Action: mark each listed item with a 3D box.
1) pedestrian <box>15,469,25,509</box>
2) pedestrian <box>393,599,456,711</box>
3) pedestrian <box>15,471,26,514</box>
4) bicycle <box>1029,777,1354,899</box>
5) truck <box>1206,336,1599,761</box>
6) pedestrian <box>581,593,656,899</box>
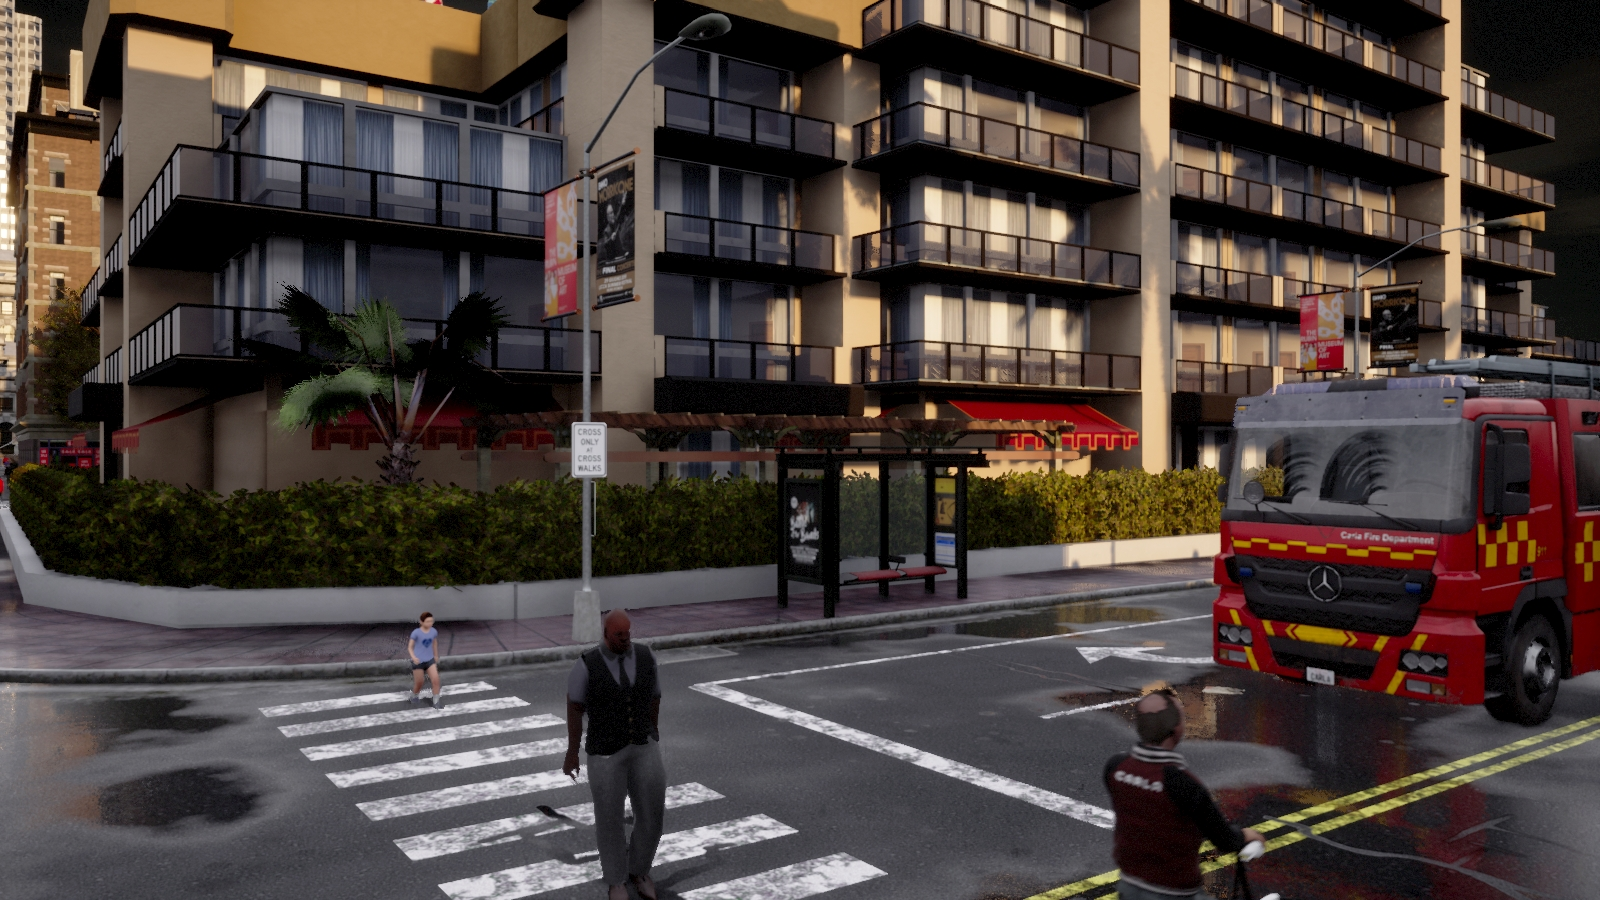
[{"bbox_3d":[-37.219,1.849,54.487,0.375,1.860,0.375,0,0,-37],"label":"pedestrian"},{"bbox_3d":[-4.108,2.229,12.496,0.500,1.100,0.500,0,0,-40],"label":"pedestrian"},{"bbox_3d":[-34.097,1.848,49.964,0.375,1.860,0.375,0,0,-29],"label":"pedestrian"},{"bbox_3d":[1.772,2.210,5.004,1.835,1.171,0.329,0,0,-35],"label":"bicycle"},{"bbox_3d":[8.795,0.890,13.902,8.468,3.827,2.891,0,0,-35],"label":"truck"},{"bbox_3d":[-1.132,1.849,7.088,0.375,1.860,0.375,0,0,-24],"label":"pedestrian"}]
